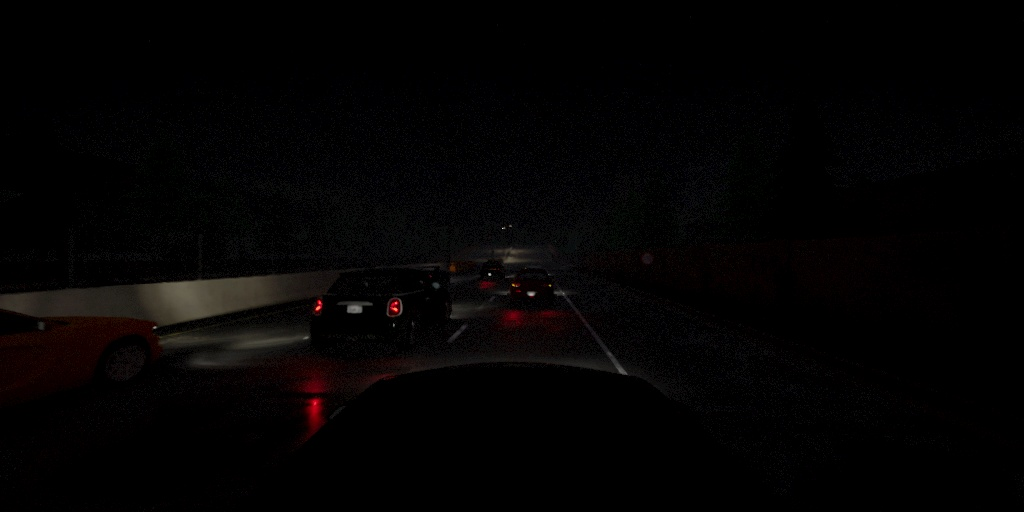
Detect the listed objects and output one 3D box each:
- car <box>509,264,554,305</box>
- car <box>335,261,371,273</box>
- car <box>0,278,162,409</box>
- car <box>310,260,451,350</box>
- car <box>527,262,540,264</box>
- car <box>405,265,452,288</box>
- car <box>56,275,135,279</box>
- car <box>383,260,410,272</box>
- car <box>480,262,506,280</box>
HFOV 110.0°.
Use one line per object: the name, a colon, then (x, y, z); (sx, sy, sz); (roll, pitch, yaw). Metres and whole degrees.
car: (0.893, 1.276, 16.084); (1.812, 1.442, 4.674); (0, 0, 4)
car: (-18.625, 1.248, 42.322); (1.895, 1.301, 4.718); (0, 0, 4)
car: (-6.809, 1.194, 3.852); (1.882, 1.535, 5.008); (0, 0, 2)
car: (-3.014, 1.086, 9.259); (2.097, 1.767, 4.553); (0, 0, 3)
car: (2.118, 1.276, 35.355); (1.812, 1.442, 4.674); (0, 0, 4)
car: (-5.577, 1.317, 24.652); (1.895, 1.301, 4.718); (0, 0, 4)
car: (-13.637, 1.282, 11.346); (1.895, 1.301, 4.718); (0, 0, 4)
car: (-14.833, 1.230, 46.330); (1.994, 1.385, 4.181); (0, 0, 4)
car: (-1.641, 1.237, 31.393); (1.837, 1.490, 4.892); (0, 0, 4)
